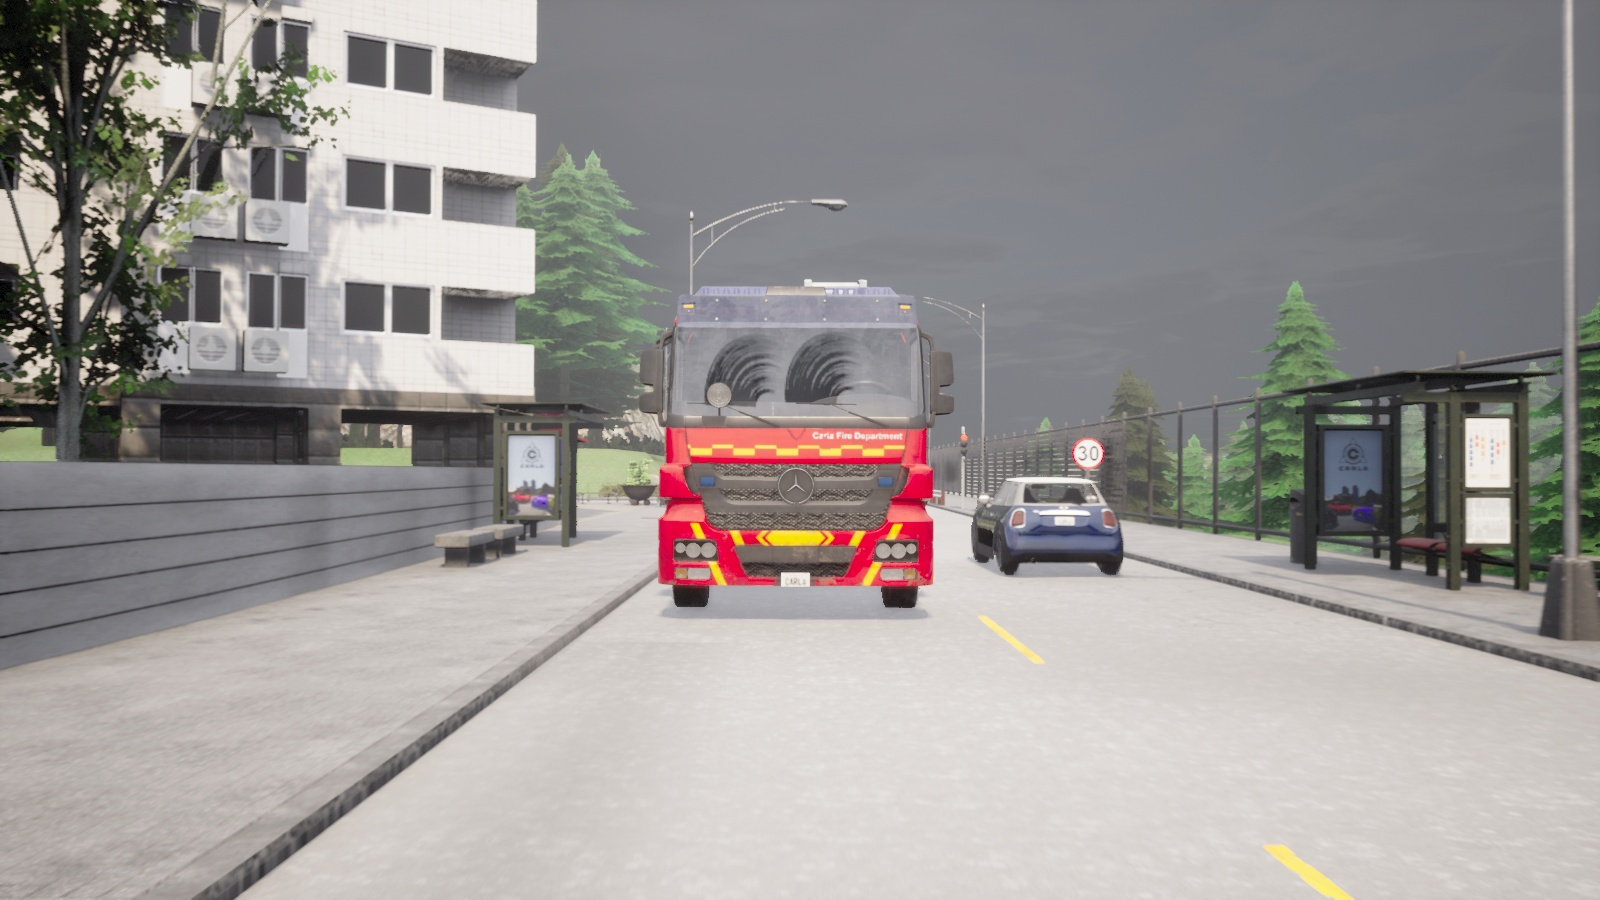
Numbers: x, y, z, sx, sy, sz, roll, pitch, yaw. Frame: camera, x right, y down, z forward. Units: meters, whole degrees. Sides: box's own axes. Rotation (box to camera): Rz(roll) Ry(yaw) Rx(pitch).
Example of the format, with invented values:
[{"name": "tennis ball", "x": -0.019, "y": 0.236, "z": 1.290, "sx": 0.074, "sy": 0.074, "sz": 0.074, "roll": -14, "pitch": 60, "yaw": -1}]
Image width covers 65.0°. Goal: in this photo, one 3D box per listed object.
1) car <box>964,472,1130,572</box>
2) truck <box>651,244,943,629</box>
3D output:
[{"name": "car", "x": 3.945, "y": 1.111, "z": 20.695, "sx": 1.970, "sy": 1.475, "sz": 3.806, "roll": 0, "pitch": -1, "yaw": 0}, {"name": "truck", "x": -0.048, "y": -0.070, "z": 16.727, "sx": 2.891, "sy": 3.827, "sz": 8.468, "roll": 0, "pitch": -1, "yaw": 0}]
